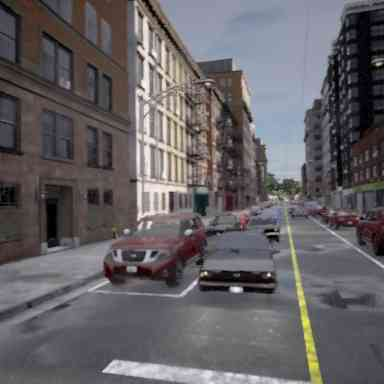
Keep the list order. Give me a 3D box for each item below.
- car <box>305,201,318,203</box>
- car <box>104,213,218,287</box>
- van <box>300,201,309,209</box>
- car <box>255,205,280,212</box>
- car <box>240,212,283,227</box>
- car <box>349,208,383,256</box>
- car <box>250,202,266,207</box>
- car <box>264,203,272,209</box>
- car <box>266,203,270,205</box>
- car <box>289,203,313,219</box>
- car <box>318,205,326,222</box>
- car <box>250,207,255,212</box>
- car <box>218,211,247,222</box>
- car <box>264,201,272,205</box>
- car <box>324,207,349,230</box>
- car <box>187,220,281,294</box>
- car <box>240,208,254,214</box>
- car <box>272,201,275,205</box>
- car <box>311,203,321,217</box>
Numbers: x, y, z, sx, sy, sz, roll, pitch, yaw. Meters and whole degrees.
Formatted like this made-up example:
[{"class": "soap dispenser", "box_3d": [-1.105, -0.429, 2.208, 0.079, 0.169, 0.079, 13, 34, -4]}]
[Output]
[{"class": "car", "box_3d": [17.469, 2.404, 46.837, 1.967, 1.590, 4.097, -2, -2, 15]}, {"class": "car", "box_3d": [-0.832, 1.648, 10.664, 2.192, 1.841, 5.009, -2, -2, 15]}, {"class": "van", "box_3d": [25.014, 2.909, 74.207, 1.690, 1.788, 3.998, -2, -2, 15]}, {"class": "car", "box_3d": [6.828, 2.161, 28.821, 1.882, 1.535, 5.008, -2, -2, 15]}, {"class": "car", "box_3d": [4.120, 2.066, 19.049, 1.895, 1.301, 4.718, -2, -2, 15]}, {"class": "car", "box_3d": [8.410, 1.547, 14.001, 2.192, 1.841, 5.009, -2, -2, 15]}, {"class": "car", "box_3d": [8.221, 2.505, 43.499, 1.967, 1.590, 4.097, -2, -2, 15]}, {"class": "car", "box_3d": [18.735, 3.433, 81.643, 1.752, 1.417, 4.829, -2, -2, 15]}, {"class": "car", "box_3d": [11.240, 2.874, 54.441, 1.947, 1.339, 4.313, -2, -2, 15]}, {"class": "car", "box_3d": [12.525, 2.385, 38.614, 2.033, 1.411, 5.357, -2, -2, 16]}, {"class": "car", "box_3d": [12.944, 2.181, 30.413, 1.802, 1.307, 4.206, -2, -2, 15]}, {"class": "car", "box_3d": [5.207, 2.404, 32.549, 1.802, 1.307, 4.206, -2, -2, 15]}, {"class": "car", "box_3d": [2.190, 2.144, 21.603, 1.947, 1.339, 4.313, -2, -2, 15]}, {"class": "car", "box_3d": [12.743, 2.744, 59.921, 2.192, 1.841, 5.009, -2, -2, 15]}, {"class": "car", "box_3d": [11.434, 2.022, 24.941, 1.887, 1.381, 4.507, -2, -2, 15]}, {"class": "car", "box_3d": [1.549, 1.807, 9.859, 2.033, 1.411, 5.357, -2, -2, 13]}, {"class": "car", "box_3d": [3.698, 2.245, 27.076, 1.887, 1.381, 4.507, -2, -2, 15]}, {"class": "car", "box_3d": [17.268, 3.106, 76.341, 2.192, 1.841, 5.009, -2, -2, 15]}, {"class": "car", "box_3d": [15.962, 2.387, 41.361, 1.887, 1.381, 4.507, -2, -2, 15]}]
